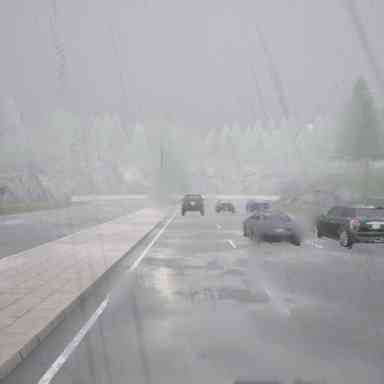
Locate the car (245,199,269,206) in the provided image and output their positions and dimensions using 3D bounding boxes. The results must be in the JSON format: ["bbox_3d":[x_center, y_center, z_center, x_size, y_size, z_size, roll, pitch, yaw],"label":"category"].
[{"bbox_3d":[7.100,1.478,36.530,1.882,1.535,5.008,0,0,0],"label":"car"}]

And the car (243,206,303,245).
[{"bbox_3d":[3.600,1.564,15.445,1.994,1.385,4.181,0,0,0],"label":"car"}]

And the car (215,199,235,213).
[{"bbox_3d":[3.606,1.526,37.123,1.812,1.442,4.674,0,0,1],"label":"car"}]

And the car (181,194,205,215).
[{"bbox_3d":[0.094,1.222,33.484,2.150,2.045,5.566,0,0,0],"label":"car"}]

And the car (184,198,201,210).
[{"bbox_3d":[0.101,1.547,43.719,2.033,1.411,5.357,0,0,0],"label":"car"}]

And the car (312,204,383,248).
[{"bbox_3d":[7.099,1.352,14.937,2.097,1.767,4.553,0,0,0],"label":"car"}]
